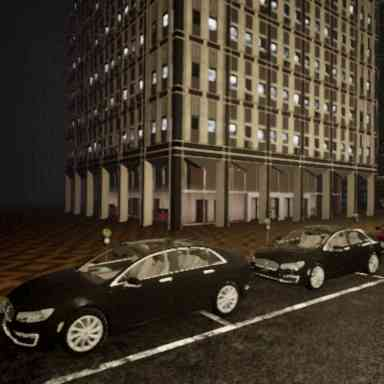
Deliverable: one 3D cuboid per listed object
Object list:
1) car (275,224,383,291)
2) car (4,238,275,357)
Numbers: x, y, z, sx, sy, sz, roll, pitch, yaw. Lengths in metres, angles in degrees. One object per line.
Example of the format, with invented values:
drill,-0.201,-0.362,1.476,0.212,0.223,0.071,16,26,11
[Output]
car,3.491,1.591,9.043,4.403,1.369,2.008,0,0,-36
car,-0.834,1.565,5.957,4.403,1.369,2.008,0,0,-36
